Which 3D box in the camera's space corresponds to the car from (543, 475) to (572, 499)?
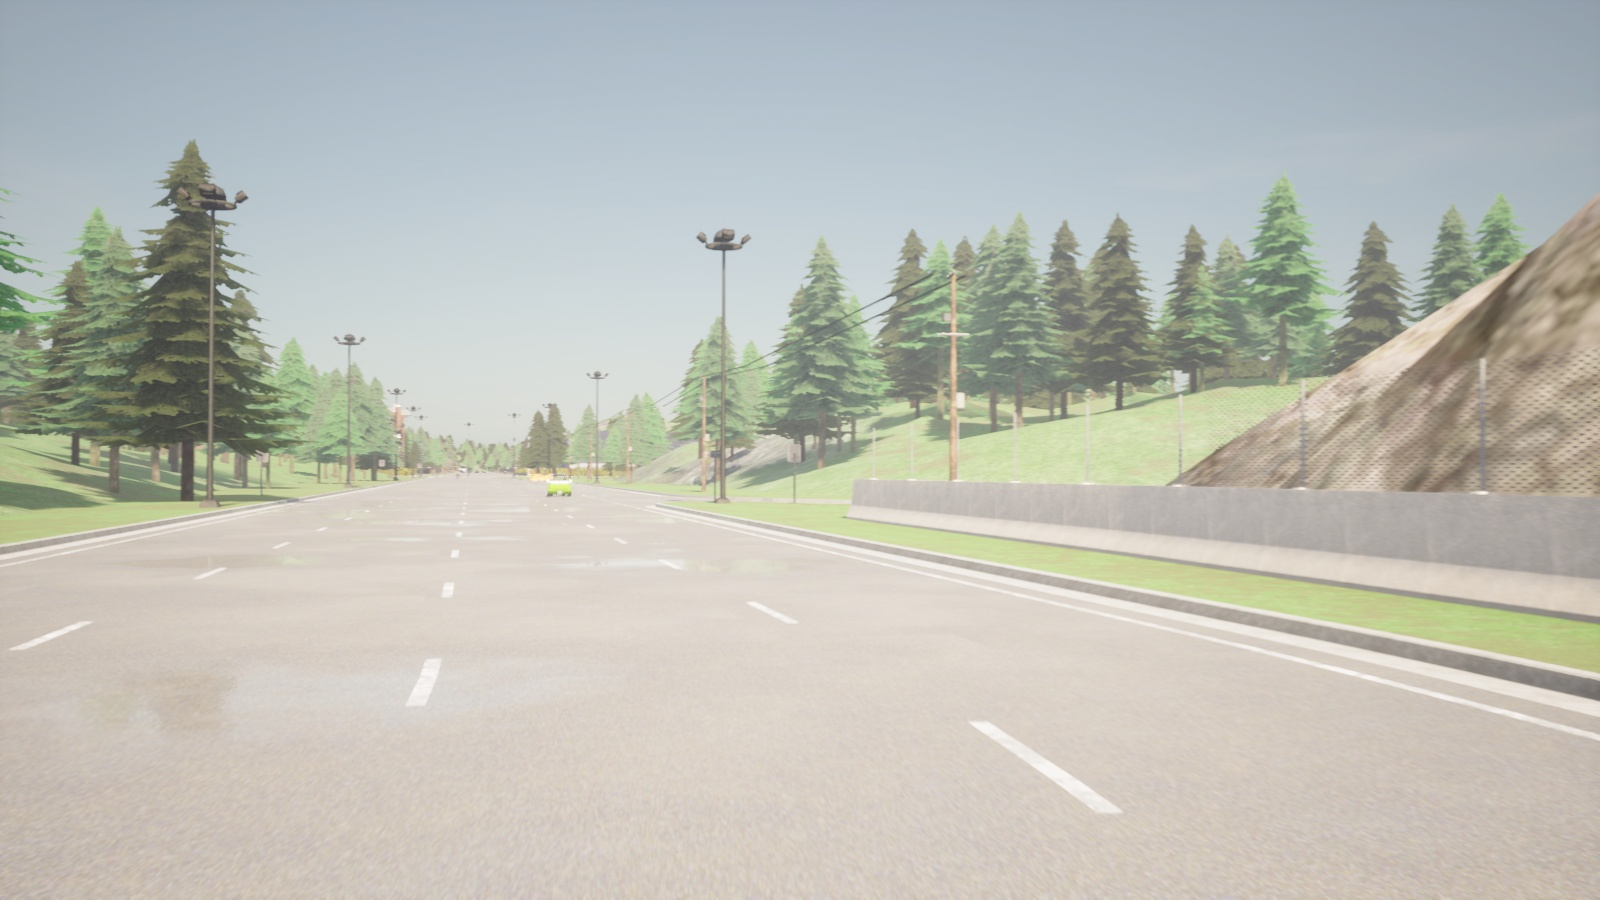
[{"bbox_3d":[-14.250,2.174,73.719,1.481,1.376,2.207,0,-1,-15],"label":"car"}]
